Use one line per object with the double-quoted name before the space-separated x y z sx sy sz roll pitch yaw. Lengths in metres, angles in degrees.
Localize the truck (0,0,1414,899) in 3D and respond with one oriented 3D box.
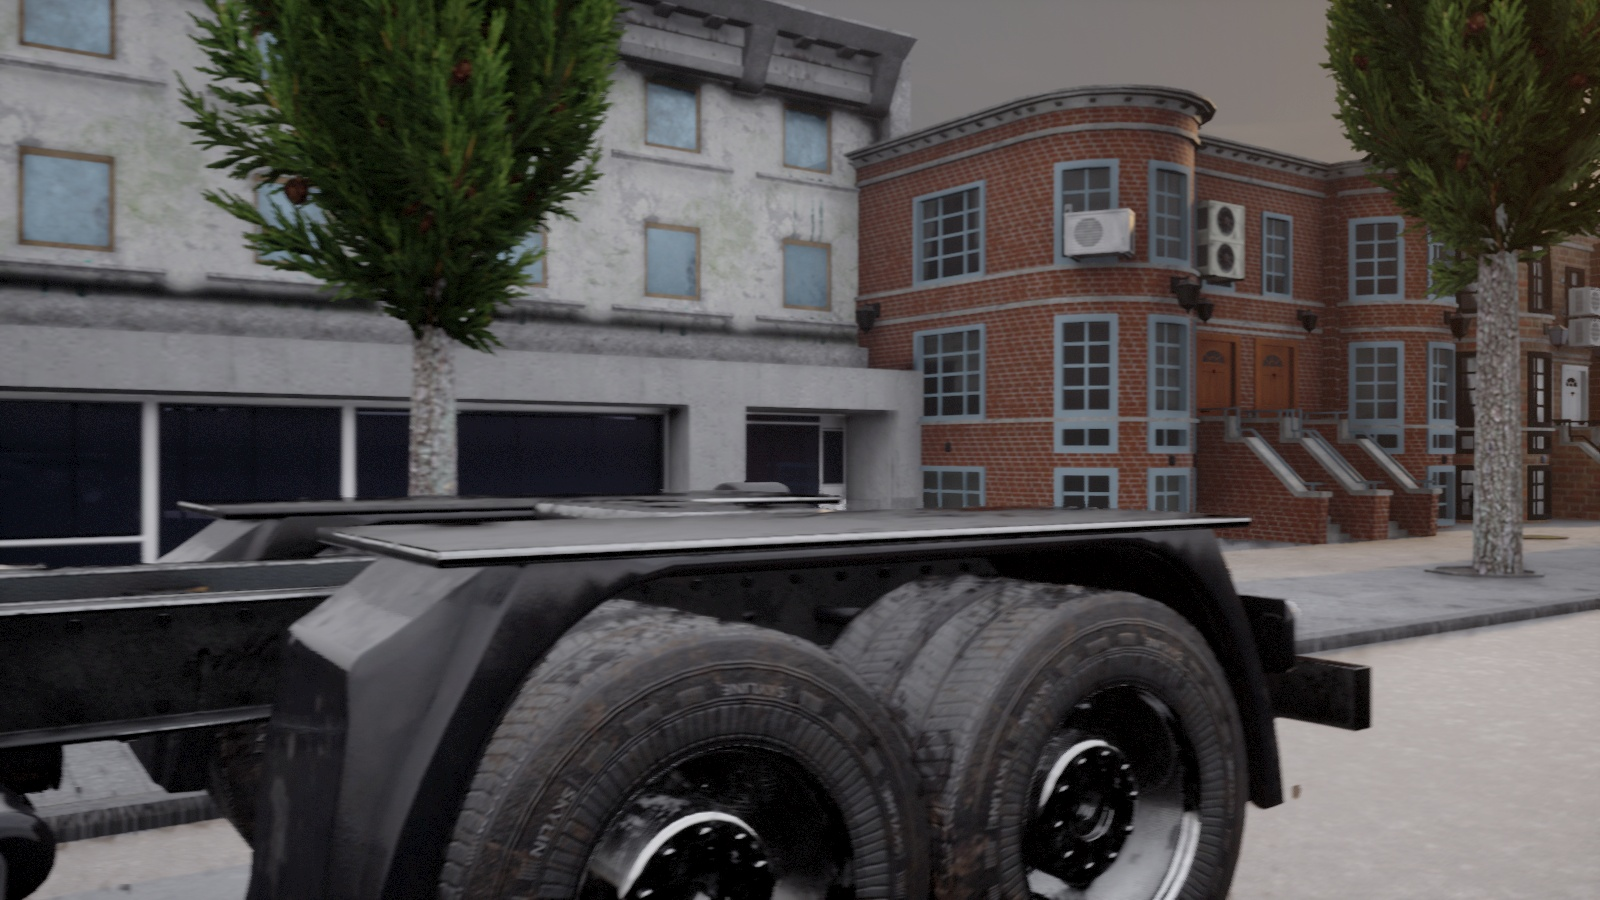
"truck" -2.230 -0.226 2.719 7.936 3.462 2.891 0 0 -35
